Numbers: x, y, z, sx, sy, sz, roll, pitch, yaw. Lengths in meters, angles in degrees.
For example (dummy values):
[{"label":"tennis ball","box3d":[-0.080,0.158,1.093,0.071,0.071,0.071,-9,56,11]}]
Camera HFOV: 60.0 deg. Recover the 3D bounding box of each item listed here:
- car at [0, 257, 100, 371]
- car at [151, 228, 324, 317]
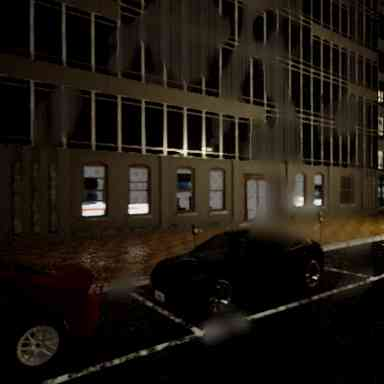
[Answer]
[{"label":"car","box3d":[-3.454,1.549,4.093,4.507,1.381,1.887,-1,0,-35]},{"label":"car","box3d":[1.182,1.525,7.397,4.313,1.339,1.947,-1,0,-35]}]
